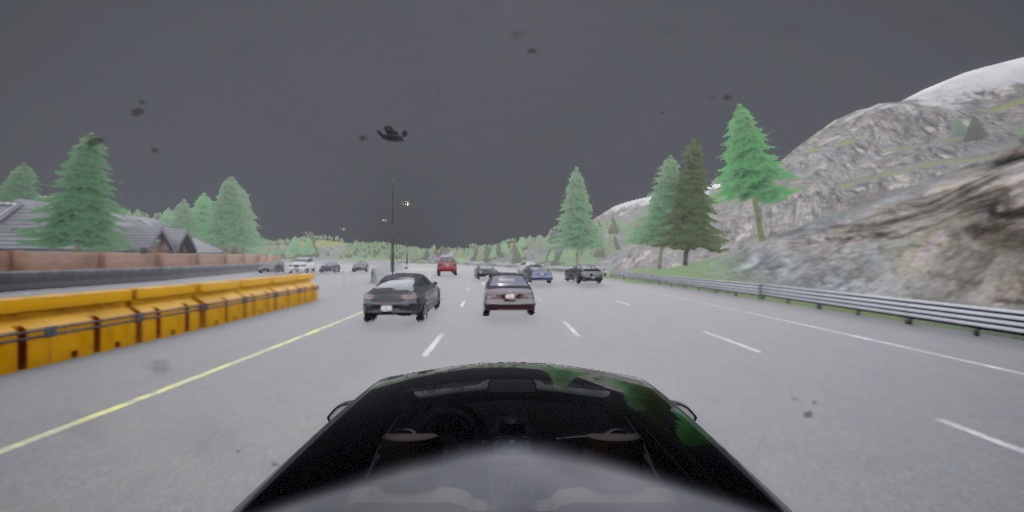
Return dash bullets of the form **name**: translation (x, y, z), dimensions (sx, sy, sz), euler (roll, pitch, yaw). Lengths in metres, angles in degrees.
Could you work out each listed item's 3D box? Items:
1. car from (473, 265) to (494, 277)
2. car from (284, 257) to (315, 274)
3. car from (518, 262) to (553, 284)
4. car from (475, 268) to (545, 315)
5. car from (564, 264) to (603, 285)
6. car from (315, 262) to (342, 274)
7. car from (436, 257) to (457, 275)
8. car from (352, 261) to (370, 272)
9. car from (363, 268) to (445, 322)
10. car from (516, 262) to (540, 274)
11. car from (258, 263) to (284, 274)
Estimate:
- **car**: translation (-2.654, 1.506, 34.642), dimensions (1.895, 1.301, 4.718), euler (0, 0, -10)
- **car**: translation (-27.287, 1.184, 46.740), dimensions (2.150, 2.045, 5.566), euler (0, 0, -16)
- **car**: translation (1.845, 1.424, 28.798), dimensions (2.033, 1.411, 5.357), euler (0, 0, -8)
- **car**: translation (-0.207, 1.355, 13.961), dimensions (2.033, 1.411, 5.357), euler (0, 0, -3)
- **car**: translation (5.463, 1.365, 27.971), dimensions (2.128, 1.511, 4.902), euler (0, 0, -8)
- **car**: translation (-23.685, 1.513, 46.934), dimensions (2.033, 1.411, 5.357), euler (0, 0, -15)
- **car**: translation (-7.793, 1.165, 42.503), dimensions (2.150, 2.045, 5.566), euler (0, 0, -13)
- **car**: translation (-20.906, 1.482, 49.787), dimensions (1.837, 1.490, 4.892), euler (0, 0, -17)
- **car**: translation (-3.675, 1.327, 12.515), dimensions (1.812, 1.442, 4.674), euler (0, 0, -2)
- **car**: translation (2.033, 1.485, 46.462), dimensions (1.812, 1.442, 4.674), euler (0, 0, -13)
- **car**: translation (-30.693, 1.524, 45.836), dimensions (1.994, 1.385, 4.181), euler (0, 0, -16)
